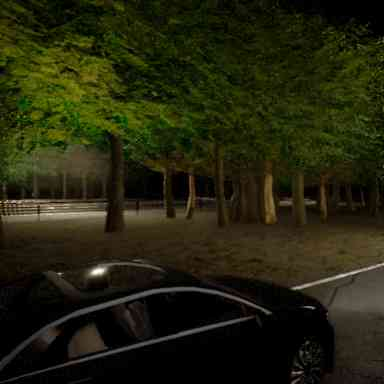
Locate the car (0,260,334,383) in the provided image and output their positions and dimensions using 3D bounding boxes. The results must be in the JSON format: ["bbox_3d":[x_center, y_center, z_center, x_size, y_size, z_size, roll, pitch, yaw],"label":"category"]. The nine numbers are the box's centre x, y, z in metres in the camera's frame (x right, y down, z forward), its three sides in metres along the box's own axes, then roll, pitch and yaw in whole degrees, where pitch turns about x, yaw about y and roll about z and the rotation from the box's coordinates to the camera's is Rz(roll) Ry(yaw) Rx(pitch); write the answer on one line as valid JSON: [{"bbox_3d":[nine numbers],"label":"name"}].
[{"bbox_3d":[-0.492,1.494,3.398,4.902,1.511,2.128,0,0,-36],"label":"car"}]
